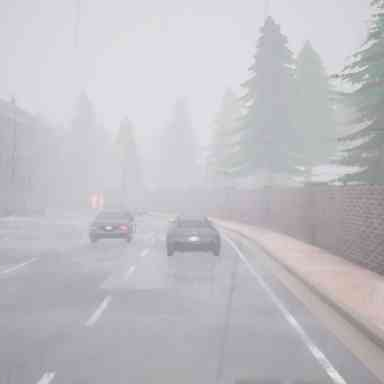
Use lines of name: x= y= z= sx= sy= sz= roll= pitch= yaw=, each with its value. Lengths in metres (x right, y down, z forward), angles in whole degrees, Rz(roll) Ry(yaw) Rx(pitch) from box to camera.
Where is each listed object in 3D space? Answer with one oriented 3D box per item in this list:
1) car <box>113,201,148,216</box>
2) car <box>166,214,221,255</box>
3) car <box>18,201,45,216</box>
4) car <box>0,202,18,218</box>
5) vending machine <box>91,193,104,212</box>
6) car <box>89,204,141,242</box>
car: x=-6.184 y=1.550 z=29.842 sx=5.357 sy=1.411 sz=2.033 roll=0 pitch=0 yaw=45
car: x=-0.037 y=1.565 z=13.363 sx=1.994 sy=1.385 sz=4.181 roll=0 pitch=0 yaw=-3
car: x=-16.290 y=1.568 z=32.030 sx=4.181 sy=1.385 sz=1.994 roll=0 pitch=0 yaw=24
car: x=-17.829 y=1.605 z=28.699 sx=4.718 sy=1.301 sz=1.895 roll=0 pitch=0 yaw=21
vending machine: x=-10.667 y=1.200 z=37.633 sx=0.880 sy=2.100 sz=1.100 roll=0 pitch=0 yaw=26
car: x=-3.786 y=1.549 z=16.433 sx=2.033 sy=1.411 sz=5.357 roll=0 pitch=0 yaw=-7
